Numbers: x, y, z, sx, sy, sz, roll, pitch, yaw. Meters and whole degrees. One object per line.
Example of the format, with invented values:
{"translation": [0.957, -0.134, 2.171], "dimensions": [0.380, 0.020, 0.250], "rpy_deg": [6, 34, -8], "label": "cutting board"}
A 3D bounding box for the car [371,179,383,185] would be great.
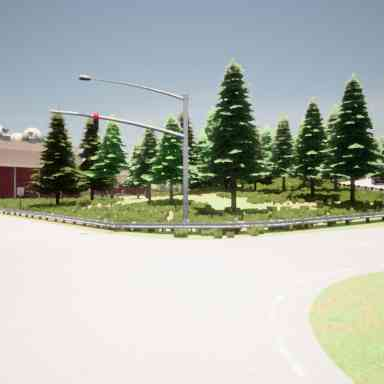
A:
{"translation": [29.049, -1.913, 51.483], "dimensions": [1.837, 1.490, 4.892], "rpy_deg": [0, 5, 21], "label": "car"}
